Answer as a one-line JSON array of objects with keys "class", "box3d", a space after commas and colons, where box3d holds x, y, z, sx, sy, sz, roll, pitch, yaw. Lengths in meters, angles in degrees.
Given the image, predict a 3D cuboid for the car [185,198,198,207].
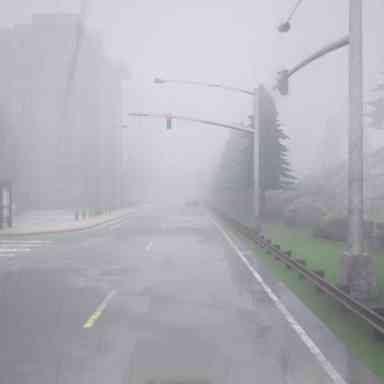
[{"class": "car", "box3d": [-0.039, 1.561, 50.677, 1.994, 1.385, 4.181, 0, 0, 0]}]
